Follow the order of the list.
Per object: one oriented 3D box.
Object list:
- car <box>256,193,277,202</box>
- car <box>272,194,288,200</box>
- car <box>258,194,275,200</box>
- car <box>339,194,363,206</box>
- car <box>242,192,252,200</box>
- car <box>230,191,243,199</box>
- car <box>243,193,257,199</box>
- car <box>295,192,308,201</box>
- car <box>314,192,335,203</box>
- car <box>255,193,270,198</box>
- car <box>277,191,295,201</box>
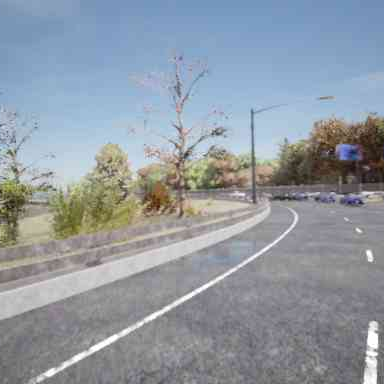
[{"bbox_3d":[14.672,1.179,66.158,1.812,1.442,4.674,-1,0,-4],"label":"car"},{"bbox_3d":[20.342,1.072,77.324,1.994,1.385,4.181,-1,0,-11],"label":"car"},{"bbox_3d":[16.997,1.194,76.168,1.895,1.301,4.718,-1,0,-11],"label":"car"},{"bbox_3d":[20.893,1.043,43.735,1.812,1.442,4.674,-1,0,8],"label":"car"},{"bbox_3d":[13.603,1.156,75.160,1.882,1.535,5.008,-1,0,-11],"label":"car"},{"bbox_3d":[11.550,0.767,85.071,2.150,2.045,5.566,-1,0,-17],"label":"car"},{"bbox_3d":[14.957,1.014,85.906,1.994,1.385,4.181,-1,0,-17],"label":"car"},{"bbox_3d":[21.606,0.845,67.140,2.097,1.767,4.553,-1,0,-4],"label":"car"},{"bbox_3d":[21.791,0.837,55.112,2.097,1.767,4.553,-1,0,2],"label":"car"},{"bbox_3d":[18.347,0.906,86.769,1.812,1.442,4.674,-1,0,-17],"label":"car"},{"bbox_3d":[18.129,0.797,66.855,2.150,2.045,5.566,-1,0,-4],"label":"car"}]
